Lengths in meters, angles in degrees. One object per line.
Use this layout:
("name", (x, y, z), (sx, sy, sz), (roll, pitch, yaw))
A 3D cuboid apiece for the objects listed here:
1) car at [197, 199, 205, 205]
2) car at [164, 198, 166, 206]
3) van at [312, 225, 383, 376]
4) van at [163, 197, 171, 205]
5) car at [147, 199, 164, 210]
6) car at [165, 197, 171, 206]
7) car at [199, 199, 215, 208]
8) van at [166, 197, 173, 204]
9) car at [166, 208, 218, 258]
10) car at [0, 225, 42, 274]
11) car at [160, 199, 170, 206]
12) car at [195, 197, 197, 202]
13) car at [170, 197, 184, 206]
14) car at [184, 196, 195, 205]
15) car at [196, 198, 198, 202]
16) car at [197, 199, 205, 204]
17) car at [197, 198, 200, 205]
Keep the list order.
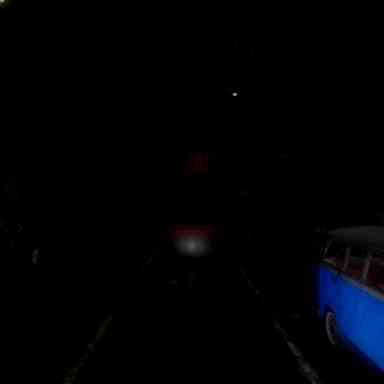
("car", (2.297, 2.439, 83.172), (1.752, 1.417, 4.829), (0, -1, -1))
("car", (-5.991, 2.164, 56.430), (2.008, 1.369, 4.403), (0, -1, -1))
("van", (2.762, 1.383, 3.748), (1.690, 1.788, 3.998), (0, -1, 0))
("van", (-6.216, 2.240, 81.828), (1.690, 1.788, 3.998), (0, -1, -1))
("car", (-5.946, 2.109, 51.439), (2.008, 1.369, 4.403), (0, -1, -1))
("car", (-6.120, 2.342, 71.000), (1.947, 1.339, 4.313), (0, -1, -1))
("car", (2.579, 2.110, 51.511), (2.008, 1.369, 4.403), (0, -1, -1))
("van", (-6.313, 2.364, 92.654), (1.690, 1.788, 3.998), (0, -1, -1))
("car", (0.018, 1.639, 13.497), (2.128, 1.511, 4.902), (0, 0, 0))
("car", (-5.761, 1.652, 9.258), (2.008, 1.369, 4.403), (0, -1, 0))
("car", (-6.166, 2.361, 76.244), (1.752, 1.417, 4.829), (0, -1, -1))
("car", (2.346, 2.402, 77.714), (2.008, 1.369, 4.403), (0, -1, -1))
("car", (-3.370, 2.347, 72.631), (1.994, 1.385, 4.181), (0, -1, -1))
("car", (-0.438, 2.399, 80.347), (2.128, 1.511, 4.902), (0, -1, -1))
("car", (2.434, 2.291, 67.842), (2.008, 1.369, 4.403), (0, -1, -1))
("car", (2.252, 2.538, 88.291), (1.947, 1.339, 4.313), (0, -1, -1))
("car", (2.482, 2.224, 62.399), (1.887, 1.381, 4.507), (0, -1, -1))
